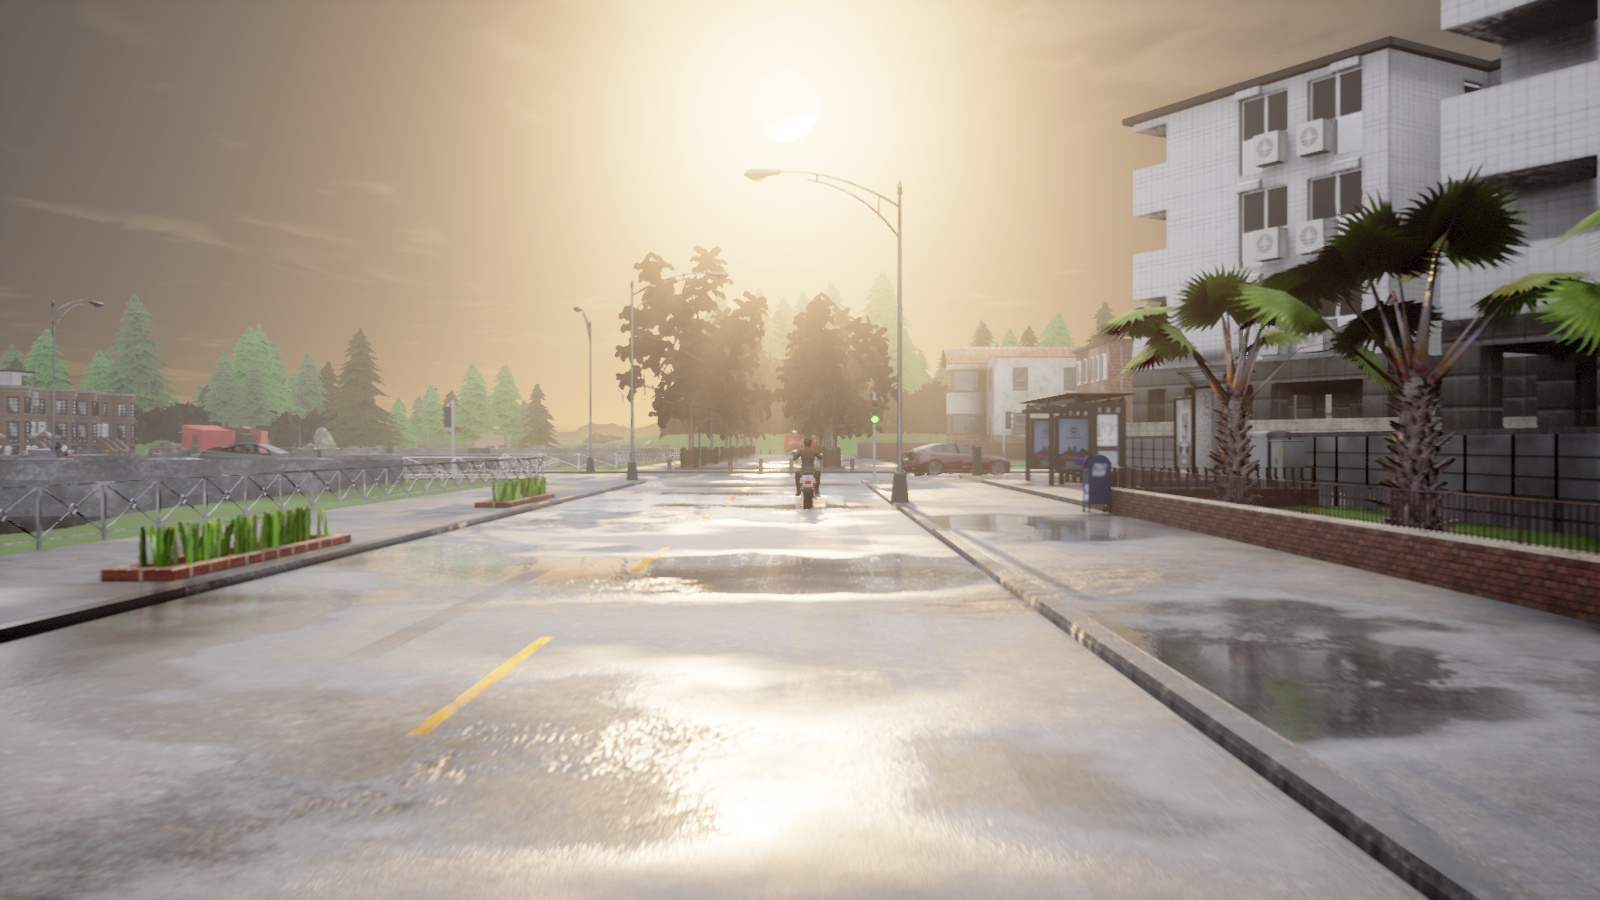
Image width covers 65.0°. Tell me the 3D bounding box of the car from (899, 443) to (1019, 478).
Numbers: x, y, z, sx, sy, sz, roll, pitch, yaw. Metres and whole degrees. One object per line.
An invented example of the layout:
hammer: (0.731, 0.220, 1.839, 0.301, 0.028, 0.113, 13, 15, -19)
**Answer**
car: (6.955, 0.441, 55.081, 4.792, 1.488, 2.163, 0, 0, -15)

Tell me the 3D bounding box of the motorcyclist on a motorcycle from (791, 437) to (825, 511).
motorcyclist on a motorcycle: (0.184, 0.532, 29.346, 0.766, 1.649, 2.350, 0, 0, 0)

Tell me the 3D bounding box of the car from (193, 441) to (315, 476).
car: (-24.067, 0.362, 55.416, 4.514, 1.525, 2.007, 0, 0, 2)
